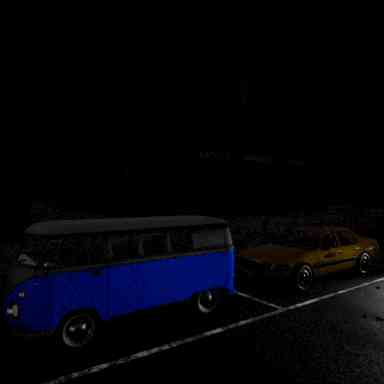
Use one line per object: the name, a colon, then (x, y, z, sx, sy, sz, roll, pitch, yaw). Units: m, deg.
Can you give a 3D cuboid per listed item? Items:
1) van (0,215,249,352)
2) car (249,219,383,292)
van: (-1.079, 1.341, 5.877, 3.998, 1.788, 1.690, 0, 0, -35)
car: (3.216, 1.525, 8.927, 4.829, 1.417, 1.752, 0, 0, -35)
